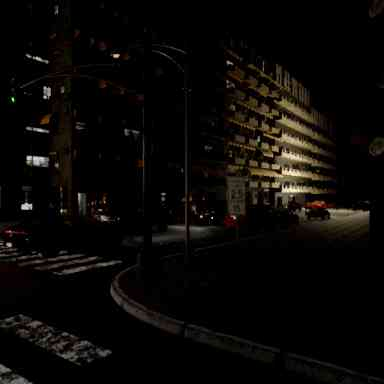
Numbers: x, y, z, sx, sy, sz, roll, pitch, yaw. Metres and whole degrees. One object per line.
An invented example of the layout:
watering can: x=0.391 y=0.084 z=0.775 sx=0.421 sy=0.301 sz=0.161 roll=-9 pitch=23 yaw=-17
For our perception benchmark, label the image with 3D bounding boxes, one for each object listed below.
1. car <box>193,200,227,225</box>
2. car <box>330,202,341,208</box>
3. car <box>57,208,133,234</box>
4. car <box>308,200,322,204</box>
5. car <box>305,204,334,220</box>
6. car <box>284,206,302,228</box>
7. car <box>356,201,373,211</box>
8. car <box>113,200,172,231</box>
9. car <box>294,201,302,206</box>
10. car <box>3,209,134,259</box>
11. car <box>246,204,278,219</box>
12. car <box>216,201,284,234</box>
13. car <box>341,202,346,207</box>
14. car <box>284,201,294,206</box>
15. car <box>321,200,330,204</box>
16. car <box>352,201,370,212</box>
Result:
car: x=2.327 y=1.729 z=29.720 sx=2.150 sy=2.045 sz=5.566 roll=0 pitch=-1 yaw=34
car: x=32.746 y=3.066 z=77.852 sx=1.887 sy=1.381 sz=4.507 roll=-1 pitch=-2 yaw=35
car: x=-6.247 y=1.834 z=21.980 sx=1.752 sy=1.417 sz=4.829 roll=-1 pitch=-2 yaw=35
car: x=23.022 y=2.771 z=63.919 sx=1.887 sy=1.381 sz=4.507 roll=-1 pitch=-2 yaw=35
car: x=13.696 y=2.284 z=35.969 sx=1.802 sy=1.307 sz=4.206 roll=-1 pitch=-2 yaw=35
car: x=7.213 y=2.043 z=26.681 sx=1.887 sy=1.381 sz=4.507 roll=-1 pitch=-2 yaw=35
car: x=33.141 y=2.621 z=63.842 sx=2.192 sy=1.841 sz=5.009 roll=-1 pitch=-2 yaw=35
car: x=-3.582 y=1.541 z=21.252 sx=2.150 sy=2.045 sz=5.566 roll=0 pitch=-1 yaw=35
car: x=16.538 y=2.340 z=54.636 sx=2.192 sy=1.841 sz=5.009 roll=-1 pitch=-2 yaw=35
car: x=-4.997 y=1.673 z=13.630 sx=2.128 sy=1.511 sz=4.902 roll=0 pitch=-1 yaw=35
car: x=8.054 y=2.191 z=37.902 sx=1.837 sy=1.490 sz=4.892 roll=0 pitch=-1 yaw=35
car: x=3.971 y=1.711 z=22.043 sx=2.192 sy=1.841 sz=5.009 roll=-1 pitch=-2 yaw=35
car: x=39.230 y=3.282 z=87.142 sx=1.947 sy=1.339 sz=4.313 roll=-1 pitch=-2 yaw=35
car: x=13.200 y=2.446 z=49.846 sx=1.752 sy=1.417 sz=4.829 roll=-1 pitch=-2 yaw=35
car: x=26.262 y=2.640 z=68.569 sx=2.192 sy=1.841 sz=5.009 roll=-1 pitch=-2 yaw=35
car: x=29.900 y=2.522 z=59.197 sx=2.192 sy=1.841 sz=5.009 roll=-1 pitch=-2 yaw=35
